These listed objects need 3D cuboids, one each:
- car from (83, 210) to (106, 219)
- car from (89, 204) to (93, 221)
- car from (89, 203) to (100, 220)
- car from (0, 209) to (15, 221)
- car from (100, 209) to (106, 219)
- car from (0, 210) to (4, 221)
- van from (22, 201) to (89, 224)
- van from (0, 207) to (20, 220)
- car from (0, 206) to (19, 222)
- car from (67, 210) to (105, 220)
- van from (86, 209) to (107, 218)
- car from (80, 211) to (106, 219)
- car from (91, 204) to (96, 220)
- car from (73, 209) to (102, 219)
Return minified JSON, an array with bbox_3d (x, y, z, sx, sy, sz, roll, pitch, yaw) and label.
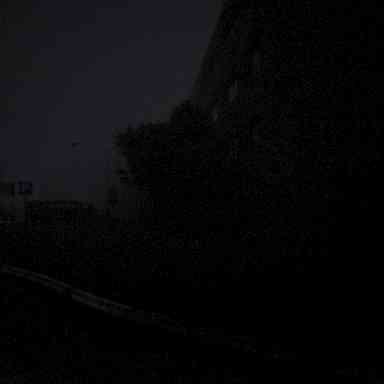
[{"bbox_3d":[-20.727,4.730,70.651,4.553,1.767,2.185,1,-4,-12],"label":"car"},{"bbox_3d":[-11.727,2.093,29.829,4.792,1.488,2.163,1,-4,-12],"label":"car"},{"bbox_3d":[-12.981,2.162,35.261,5.566,2.045,2.435,1,-4,-12],"label":"car"},{"bbox_3d":[-27.783,3.207,46.108,5.366,1.575,1.946,1,-4,-12],"label":"car"},{"bbox_3d":[-15.172,3.164,46.178,5.366,1.575,1.946,1,-4,-12],"label":"car"},{"bbox_3d":[-27.334,3.052,43.224,4.674,1.452,2.002,1,-4,-12],"label":"car"},{"bbox_3d":[-11.043,1.694,27.145,4.442,1.987,1.878,1,-3,-12],"label":"van"},{"bbox_3d":[-29.251,3.348,51.375,4.442,1.987,1.878,1,-4,-12],"label":"van"},{"bbox_3d":[-21.318,2.609,37.256,1.837,1.490,4.892,1,-5,-12],"label":"car"},{"bbox_3d":[-16.373,3.539,51.622,5.366,1.575,1.946,1,-4,-12],"label":"car"},{"bbox_3d":[-21.844,5.007,76.119,4.442,1.987,1.878,1,-4,-12],"label":"van"},{"bbox_3d":[-20.188,4.676,68.034,5.008,1.535,2.097,1,-4,-12],"label":"car"},{"bbox_3d":[-12.365,2.233,32.585,5.008,1.535,2.097,1,-4,-13],"label":"car"},{"bbox_3d":[-17.787,3.791,57.029,4.553,1.767,2.185,1,-4,-12],"label":"car"}]
